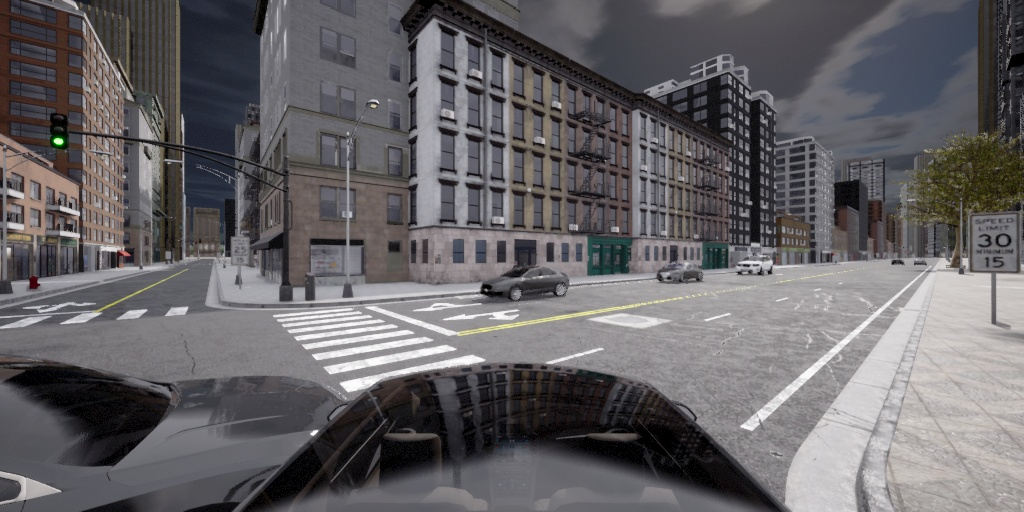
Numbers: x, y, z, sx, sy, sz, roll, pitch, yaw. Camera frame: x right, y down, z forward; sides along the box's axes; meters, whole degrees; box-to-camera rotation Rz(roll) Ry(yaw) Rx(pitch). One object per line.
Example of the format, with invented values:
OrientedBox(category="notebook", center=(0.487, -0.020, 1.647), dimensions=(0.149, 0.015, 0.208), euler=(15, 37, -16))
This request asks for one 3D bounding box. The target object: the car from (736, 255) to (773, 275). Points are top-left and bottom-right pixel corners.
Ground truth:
OrientedBox(category="car", center=(26.024, 0.947, 38.349), dimensions=(5.566, 2.045, 2.150), euler=(0, 0, -40))

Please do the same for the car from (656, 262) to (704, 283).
OrientedBox(category="car", center=(12.988, 1.236, 27.617), dimensions=(4.902, 1.511, 2.128), euler=(0, 0, -40))

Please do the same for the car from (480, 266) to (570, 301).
OrientedBox(category="car", center=(0.733, 1.263, 17.428), dimensions=(4.892, 1.490, 1.837), euler=(0, 0, -40))

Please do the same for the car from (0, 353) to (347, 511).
OrientedBox(category="car", center=(-3.246, 1.257, 1.587), dimensions=(4.892, 1.490, 1.837), euler=(0, 0, -35))
